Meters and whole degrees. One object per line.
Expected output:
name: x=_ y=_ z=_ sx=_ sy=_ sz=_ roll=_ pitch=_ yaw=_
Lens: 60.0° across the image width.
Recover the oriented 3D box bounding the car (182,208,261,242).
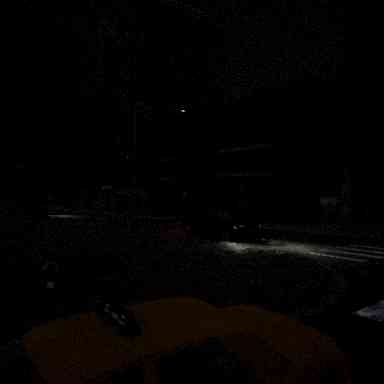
car: x=1.443 y=1.642 z=17.712 sx=1.882 sy=1.535 sz=5.008 roll=2 pitch=-2 yaw=-37

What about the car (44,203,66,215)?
car: x=-18.213 y=2.274 z=44.188 sx=1.882 sy=1.535 sz=5.008 roll=2 pitch=-2 yaw=-37

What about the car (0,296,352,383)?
car: x=-0.761 y=1.526 z=2.300 sx=4.829 sy=1.417 sz=1.752 roll=0 pitch=1 yaw=-36
